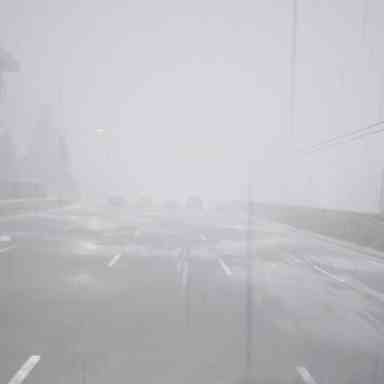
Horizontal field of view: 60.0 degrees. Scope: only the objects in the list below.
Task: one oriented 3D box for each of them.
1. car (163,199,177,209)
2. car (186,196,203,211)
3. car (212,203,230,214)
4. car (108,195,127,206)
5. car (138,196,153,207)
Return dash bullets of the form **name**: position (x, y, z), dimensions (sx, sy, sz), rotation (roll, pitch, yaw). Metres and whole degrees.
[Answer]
- **car**: position (-3.121, 1.654, 47.917), dimensions (1.994, 1.385, 4.181), rotation (5, 0, -4)
- **car**: position (0.358, 1.612, 48.563), dimensions (2.150, 2.045, 5.566), rotation (5, 0, -4)
- **car**: position (4.014, 2.245, 45.844), dimensions (1.994, 1.385, 4.181), rotation (5, 0, -4)
- **car**: position (-9.864, 1.055, 44.338), dimensions (1.994, 1.385, 4.181), rotation (5, 0, -4)
- **car**: position (-6.625, 1.271, 48.153), dimensions (1.882, 1.535, 5.008), rotation (5, 0, -4)
